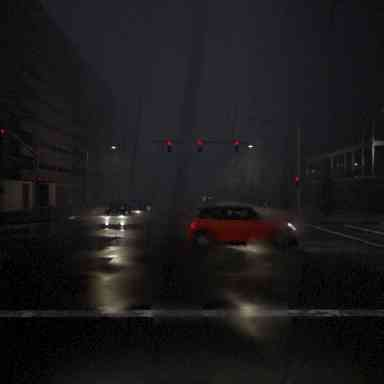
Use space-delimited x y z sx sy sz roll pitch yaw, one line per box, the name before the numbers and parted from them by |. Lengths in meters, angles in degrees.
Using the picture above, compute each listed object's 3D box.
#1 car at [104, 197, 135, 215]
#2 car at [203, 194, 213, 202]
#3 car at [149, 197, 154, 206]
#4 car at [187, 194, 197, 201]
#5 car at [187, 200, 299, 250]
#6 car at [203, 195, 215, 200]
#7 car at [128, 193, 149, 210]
car | -7.466 1.526 34.177 1.812 1.442 4.674 0 0 0
car | 3.465 1.355 74.531 2.097 1.767 4.553 0 0 1
car | -7.340 1.547 54.552 2.033 1.411 5.357 0 0 1
car | -0.038 1.564 64.574 1.994 1.385 4.181 0 0 1
car | 2.075 1.378 13.946 4.553 1.767 2.097 0 0 0
car | 3.461 1.491 64.666 2.128 1.511 4.902 0 0 1
car | -7.452 1.221 44.088 2.150 2.045 5.566 0 0 1
